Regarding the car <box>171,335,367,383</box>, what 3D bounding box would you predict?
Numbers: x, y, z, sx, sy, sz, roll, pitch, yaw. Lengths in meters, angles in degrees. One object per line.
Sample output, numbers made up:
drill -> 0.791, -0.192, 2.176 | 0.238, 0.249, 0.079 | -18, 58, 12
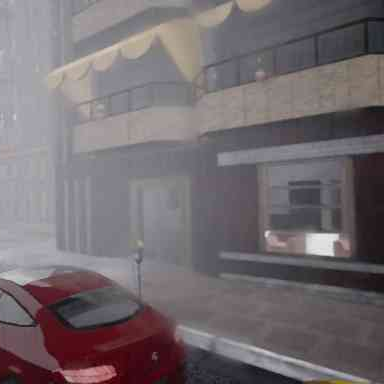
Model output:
car -> 2.370, 1.522, 1.055 | 4.829, 1.417, 1.752 | 0, -2, 36

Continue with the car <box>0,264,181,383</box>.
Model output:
car -> -1.994, 1.592, 4.167 | 4.206, 1.307, 1.802 | 0, -2, 36
